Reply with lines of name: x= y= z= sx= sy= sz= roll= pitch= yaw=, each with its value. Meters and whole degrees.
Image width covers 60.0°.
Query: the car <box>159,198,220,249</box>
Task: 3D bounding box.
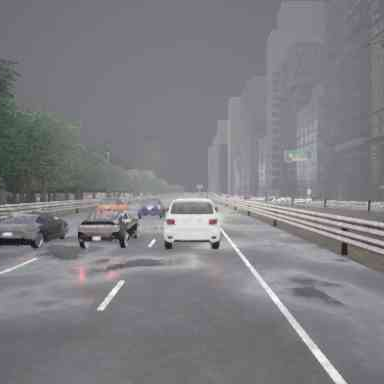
car: x=-0.001 y=1.258 z=14.680 sx=2.150 sy=2.045 sz=5.566 roll=0 pitch=0 yaw=0

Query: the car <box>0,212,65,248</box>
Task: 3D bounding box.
car: x=-7.000 y=1.572 z=14.650 sx=1.994 sy=1.385 sz=4.181 roll=0 pitch=0 yaw=0

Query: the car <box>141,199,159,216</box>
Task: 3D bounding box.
car: x=-3.501 y=1.382 z=29.622 sx=2.097 sy=1.767 sz=4.553 roll=0 pitch=0 yaw=0

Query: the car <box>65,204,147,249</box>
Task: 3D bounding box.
car: x=-3.501 y=1.495 z=14.650 sx=2.128 sy=1.511 sz=4.902 roll=0 pitch=0 yaw=0

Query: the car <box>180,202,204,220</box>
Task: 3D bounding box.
car: x=-0.001 y=1.632 z=29.681 sx=1.895 sy=1.301 sz=4.718 roll=0 pitch=0 yaw=0

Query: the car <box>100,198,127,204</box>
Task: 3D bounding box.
car: x=-7.001 y=1.382 z=29.622 sx=2.097 sy=1.767 sz=4.553 roll=0 pitch=0 yaw=0
